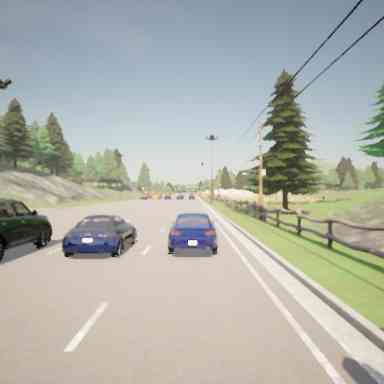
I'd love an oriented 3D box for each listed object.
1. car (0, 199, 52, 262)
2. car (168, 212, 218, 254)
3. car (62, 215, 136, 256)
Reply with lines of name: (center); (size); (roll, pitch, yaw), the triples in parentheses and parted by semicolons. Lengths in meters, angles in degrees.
car: (-6.974, 1.230, 11.637); (2.150, 2.045, 5.566); (0, 0, 0)
car: (0.045, 1.533, 13.457); (1.812, 1.442, 4.674); (0, 0, 1)
car: (-3.458, 1.573, 13.072); (1.994, 1.385, 4.181); (0, 0, 1)
